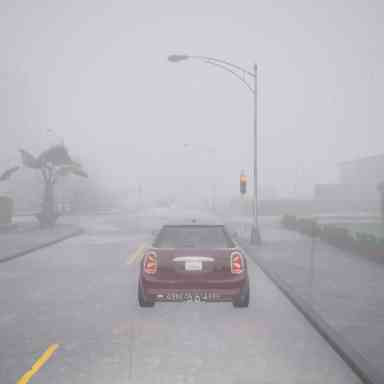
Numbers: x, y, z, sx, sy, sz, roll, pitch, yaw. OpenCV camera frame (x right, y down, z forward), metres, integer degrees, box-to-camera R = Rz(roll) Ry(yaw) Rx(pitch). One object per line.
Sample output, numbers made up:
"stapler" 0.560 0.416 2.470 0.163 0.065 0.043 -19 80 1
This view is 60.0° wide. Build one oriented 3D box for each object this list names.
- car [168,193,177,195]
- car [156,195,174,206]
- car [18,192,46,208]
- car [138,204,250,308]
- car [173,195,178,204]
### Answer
"car" -3.948 1.221 68.213 2.150 2.045 5.566 0 0 0
"car" -4.056 1.564 47.917 1.994 1.385 4.181 0 0 0
"car" -19.725 0.985 41.981 1.905 1.878 3.866 0 0 35
"car" 0.051 1.352 8.105 2.097 1.767 4.553 0 0 1
"car" -4.027 1.601 57.819 1.895 1.301 4.718 0 0 0
